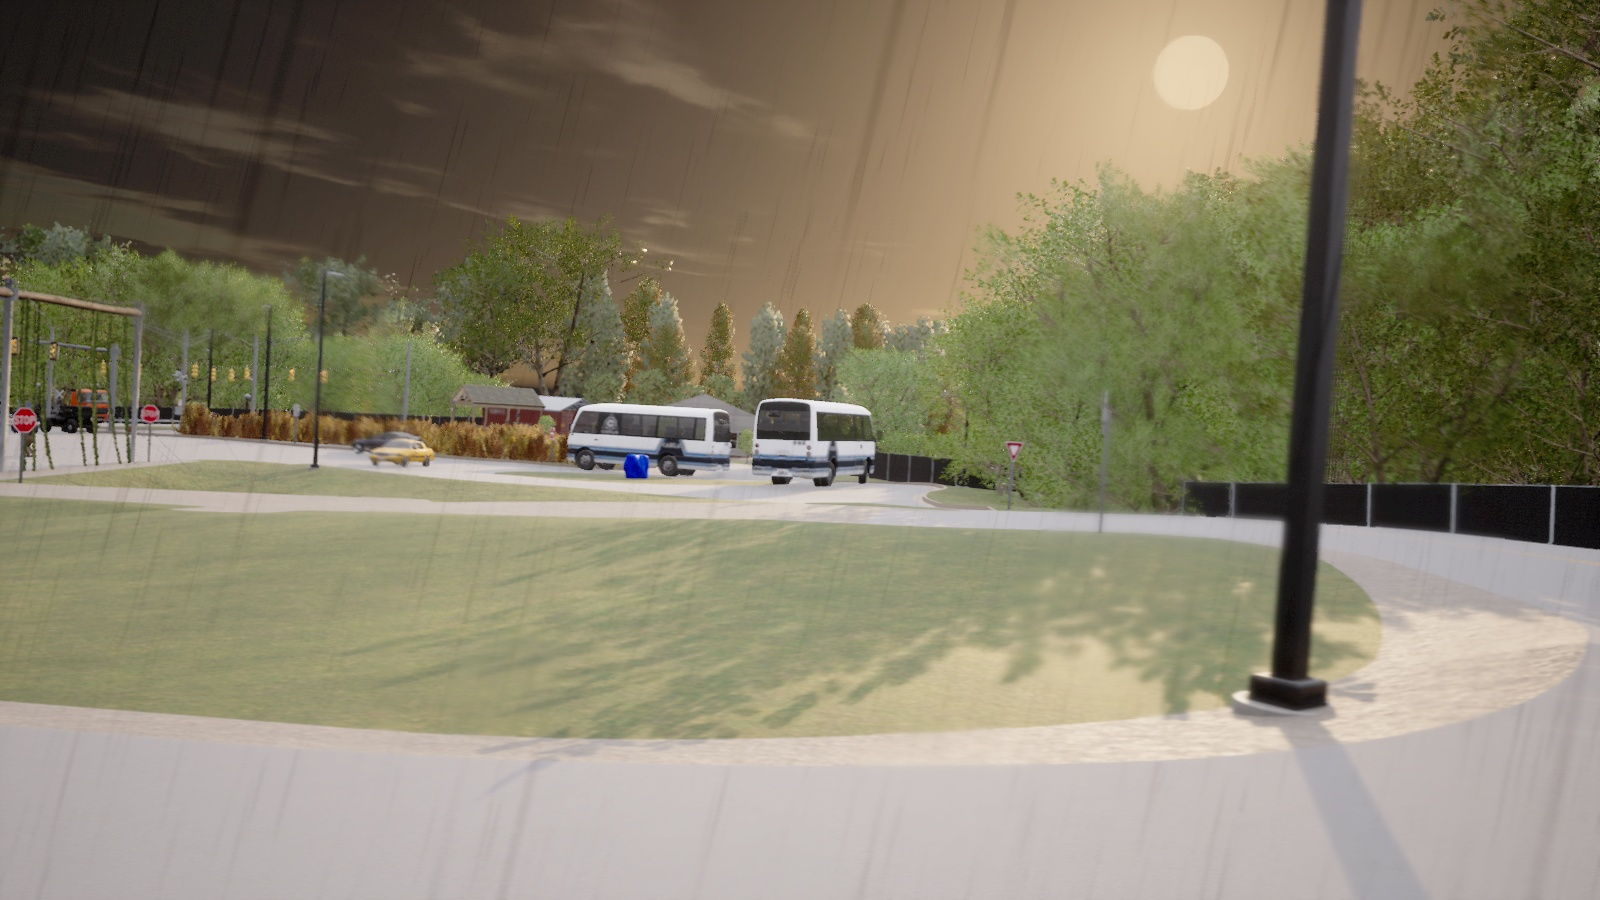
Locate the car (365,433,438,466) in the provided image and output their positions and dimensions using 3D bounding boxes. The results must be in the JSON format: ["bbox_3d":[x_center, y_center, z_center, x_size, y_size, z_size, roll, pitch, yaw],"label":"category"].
[{"bbox_3d":[-21.125,-0.052,66.861,1.801,1.575,5.366,4,1,3],"label":"car"}]

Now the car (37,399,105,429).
[{"bbox_3d":[-48.877,-2.414,84.206,3.866,1.878,1.905,3,2,19],"label":"car"}]

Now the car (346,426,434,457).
[{"bbox_3d":[-25.002,-0.517,76.537,4.792,1.488,2.163,5,2,22],"label":"car"}]

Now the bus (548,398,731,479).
[{"bbox_3d":[-9.962,-0.721,78.041,10.273,4.253,3.944,4,0,19],"label":"bus"}]

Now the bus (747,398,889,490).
[{"bbox_3d":[1.151,-0.332,64.963,3.944,4.253,10.273,3,1,21],"label":"bus"}]
